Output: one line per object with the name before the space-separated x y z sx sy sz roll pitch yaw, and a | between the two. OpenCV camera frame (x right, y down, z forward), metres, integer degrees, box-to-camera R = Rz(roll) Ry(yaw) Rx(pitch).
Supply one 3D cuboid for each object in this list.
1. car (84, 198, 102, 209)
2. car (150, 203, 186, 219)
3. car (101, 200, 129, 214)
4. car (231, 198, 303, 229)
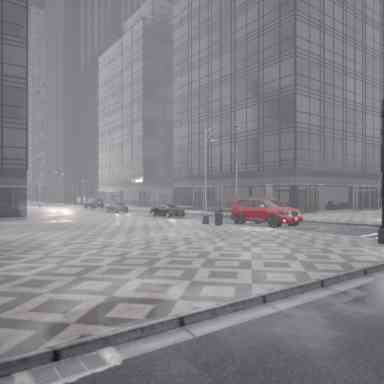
car | -18.271 2.148 61.882 2.150 2.045 5.566 0 -1 -37
car | -2.605 1.914 34.809 1.882 1.535 5.008 0 0 -36
car | -10.269 2.145 45.443 1.837 1.490 4.892 0 -1 -36
car | 5.211 1.455 24.037 2.150 2.045 5.566 0 -1 -36
